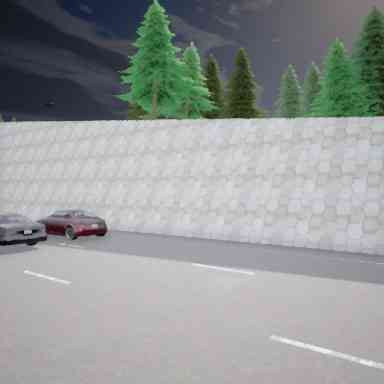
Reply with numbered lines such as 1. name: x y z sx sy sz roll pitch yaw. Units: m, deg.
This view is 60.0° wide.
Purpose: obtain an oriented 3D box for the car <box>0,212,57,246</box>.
1. car: -8.269 1.560 14.066 5.357 1.411 2.033 0 0 36

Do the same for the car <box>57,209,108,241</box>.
1. car: -6.236 1.570 16.916 4.181 1.385 1.994 0 0 36
